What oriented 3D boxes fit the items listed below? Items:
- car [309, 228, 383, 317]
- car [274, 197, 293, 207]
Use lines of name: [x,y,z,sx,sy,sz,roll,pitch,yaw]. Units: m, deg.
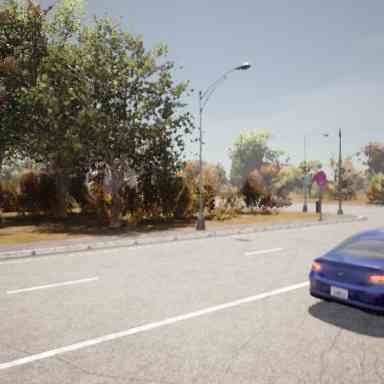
car: [4.298,1.478,6.820,4.674,1.442,1.812,0,0,-36]
car: [11.446,1.334,44.503,1.994,1.385,4.181,0,0,-32]
